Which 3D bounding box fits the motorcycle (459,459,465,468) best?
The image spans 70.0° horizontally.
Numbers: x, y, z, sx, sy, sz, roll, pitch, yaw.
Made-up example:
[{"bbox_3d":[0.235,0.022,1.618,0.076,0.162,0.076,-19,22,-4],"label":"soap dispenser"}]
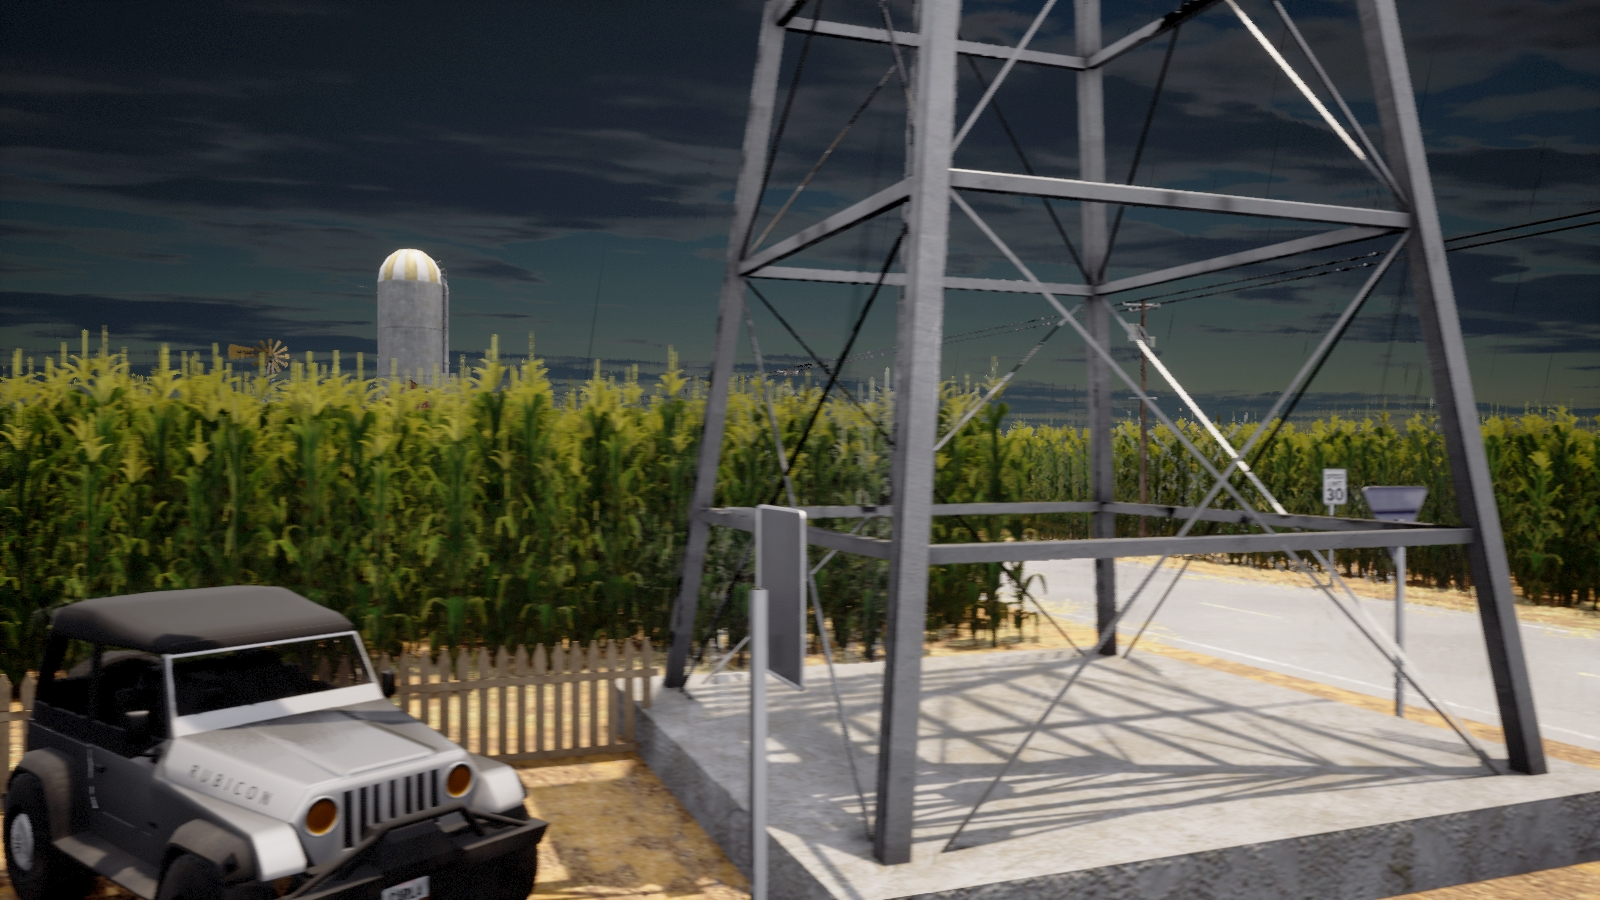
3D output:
[{"bbox_3d":[-52.886,2.144,178.586,0.764,1.307,2.356,0,0,-21],"label":"motorcycle"}]
